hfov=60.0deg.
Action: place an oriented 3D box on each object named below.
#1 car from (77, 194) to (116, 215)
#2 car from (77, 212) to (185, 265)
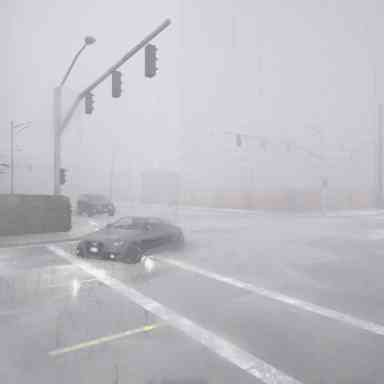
[{"bbox_3d":[-8.991,1.221,30.820,2.150,2.045,5.566,0,0,-35],"label":"car"},{"bbox_3d":[-1.978,1.564,11.834,1.994,1.385,4.181,1,0,30],"label":"car"}]
